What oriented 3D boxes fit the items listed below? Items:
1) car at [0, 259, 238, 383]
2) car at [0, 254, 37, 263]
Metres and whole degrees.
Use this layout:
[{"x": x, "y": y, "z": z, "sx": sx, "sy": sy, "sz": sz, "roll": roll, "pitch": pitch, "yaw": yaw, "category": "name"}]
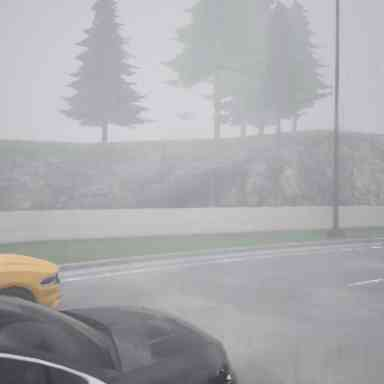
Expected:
[{"x": -1.832, "y": 1.473, "z": 2.153, "sx": 4.892, "sy": 1.490, "sz": 1.837, "roll": 0, "pitch": 0, "yaw": -36, "category": "car"}, {"x": -4.555, "y": 1.407, "z": 4.770, "sx": 5.008, "sy": 1.535, "sz": 1.882, "roll": 0, "pitch": 0, "yaw": -35, "category": "car"}]
